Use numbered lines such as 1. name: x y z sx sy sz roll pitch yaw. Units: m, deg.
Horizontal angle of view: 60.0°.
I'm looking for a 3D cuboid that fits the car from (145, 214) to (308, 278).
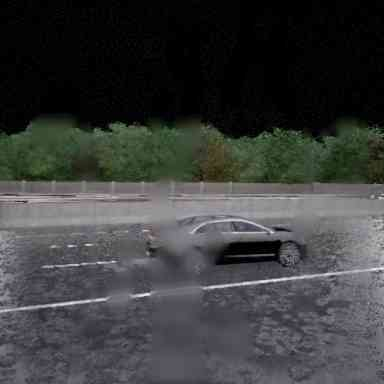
1. car: 1.081 1.420 9.775 4.902 1.511 2.128 0 1 -20
